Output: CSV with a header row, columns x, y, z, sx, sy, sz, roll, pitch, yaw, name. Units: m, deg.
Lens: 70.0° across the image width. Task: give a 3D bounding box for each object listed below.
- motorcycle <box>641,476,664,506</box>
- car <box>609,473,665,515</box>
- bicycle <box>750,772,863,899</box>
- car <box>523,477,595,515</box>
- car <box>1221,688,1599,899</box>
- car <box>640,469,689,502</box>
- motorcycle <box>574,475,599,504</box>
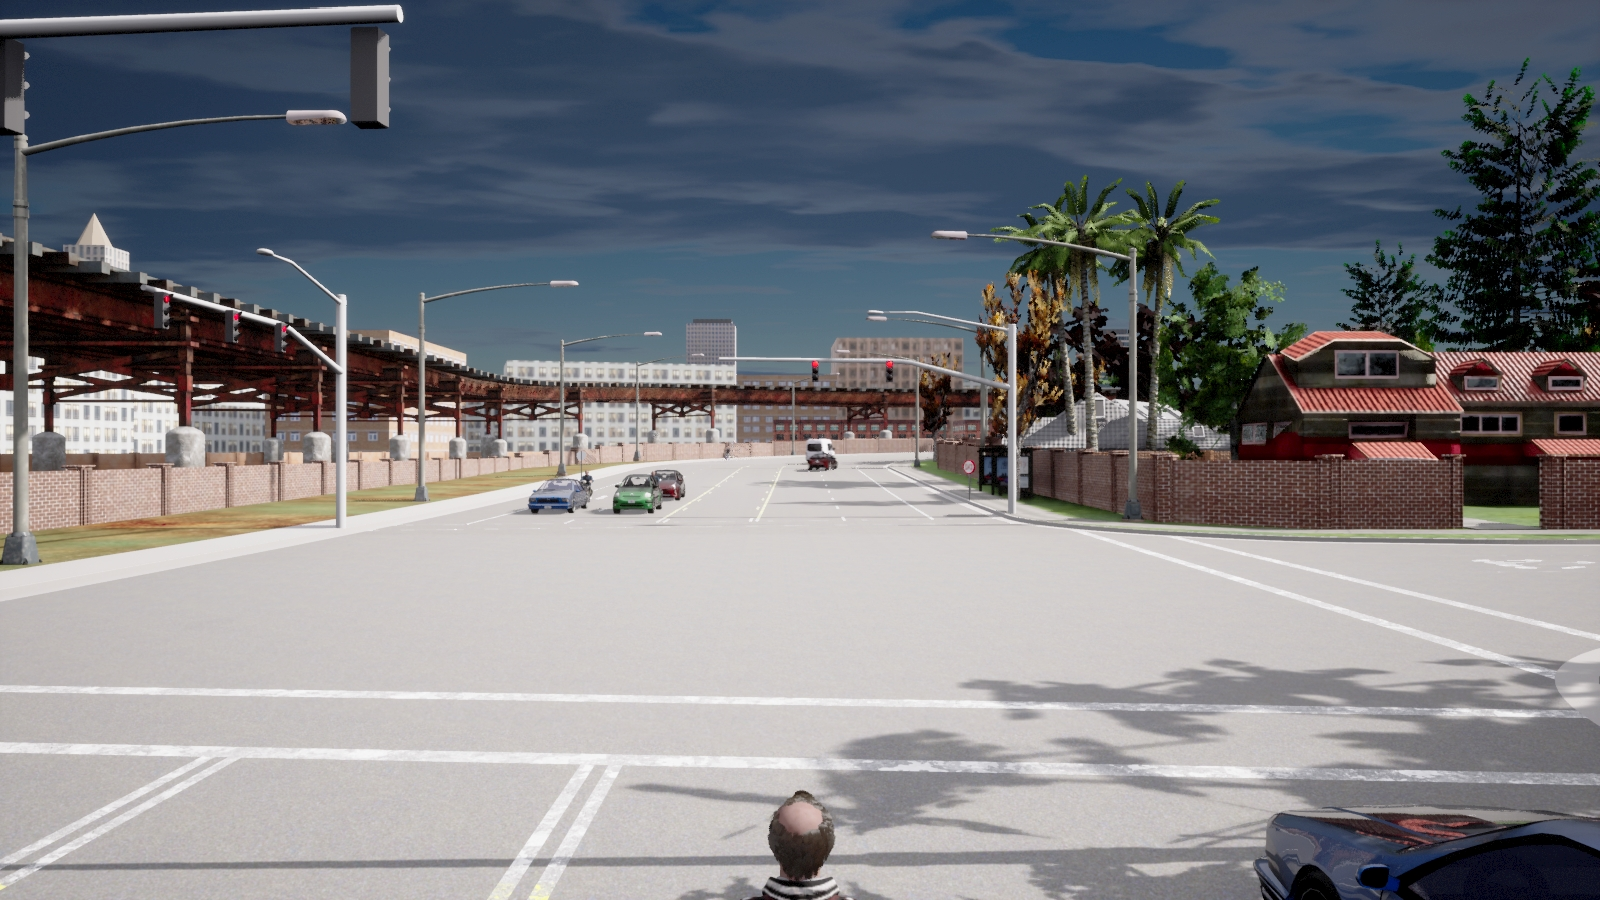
x,y,z,sx,sy,sz,roll,pitch,yaw,name
-7.053,1.947,54.746,0.856,1.341,1.805,0,1,0,motorcycle
-7.031,1.877,49.699,1.851,1.617,3.988,0,1,0,car
0.019,2.048,3.681,0.329,1.496,1.835,0,0,0,bicycle
-10.533,1.979,50.381,2.033,1.411,5.357,0,1,0,car
3.467,2.106,4.038,2.033,1.411,5.357,0,0,1,car
-7.040,1.800,59.633,2.007,1.525,4.514,0,1,0,car
-10.476,1.934,56.002,0.856,1.341,1.805,0,1,1,motorcycle
